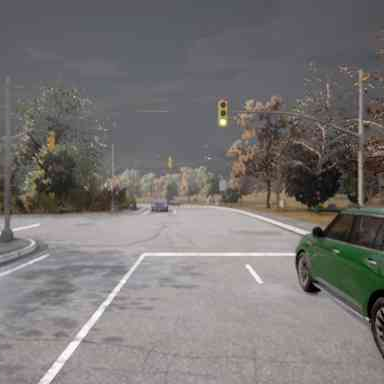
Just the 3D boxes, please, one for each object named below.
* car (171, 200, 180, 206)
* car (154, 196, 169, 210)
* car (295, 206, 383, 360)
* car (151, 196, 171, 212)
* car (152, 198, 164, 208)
[{"bbox_3d":[-4.545,2.771,82.735,2.128,1.511,4.902,0,-2,-22],"label":"car"},{"bbox_3d":[-4.951,1.715,53.444,2.150,2.045,5.566,0,-1,-6],"label":"car"},{"bbox_3d":[3.591,1.251,5.816,2.150,2.045,5.566,0,0,0],"label":"car"},{"bbox_3d":[-4.125,1.642,43.034,2.097,1.767,4.553,0,-1,-4],"label":"car"},{"bbox_3d":[-6.666,2.149,64.839,2.097,1.767,4.553,0,-2,-11],"label":"car"}]
